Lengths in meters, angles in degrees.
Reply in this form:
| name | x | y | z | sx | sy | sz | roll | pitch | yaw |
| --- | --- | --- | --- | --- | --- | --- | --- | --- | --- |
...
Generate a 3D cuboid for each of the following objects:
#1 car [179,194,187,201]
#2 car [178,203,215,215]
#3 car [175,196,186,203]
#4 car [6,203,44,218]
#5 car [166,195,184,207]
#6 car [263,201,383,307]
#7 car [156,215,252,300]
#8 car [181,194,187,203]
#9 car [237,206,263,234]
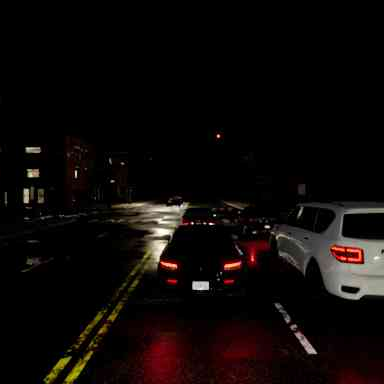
| name | x | y | z | sx | sy | sz | roll | pitch | yaw |
| --- | --- | --- | --- | --- | --- | --- | --- | --- | --- |
| car | -2.258 | 1.331 | 85.139 | 2.097 | 1.767 | 4.553 | 0 | 0 | 1 |
| car | 0.333 | 1.544 | 17.874 | 2.033 | 1.411 | 5.357 | 0 | 0 | 1 |
| car | -2.412 | 1.544 | 70.147 | 1.994 | 1.385 | 4.181 | 0 | 0 | 1 |
| car | -17.755 | 1.816 | 33.067 | 5.357 | 1.411 | 2.033 | -1 | 1 | -1 |
| car | -2.706 | 1.556 | 50.118 | 1.994 | 1.385 | 4.181 | 0 | 0 | 1 |
| car | 3.453 | 1.220 | 8.097 | 2.150 | 2.045 | 5.566 | 0 | 0 | 1 |
| car | 0.206 | 1.524 | 8.294 | 1.812 | 1.442 | 4.674 | 0 | 0 | 1 |
| car | -2.585 | 1.483 | 60.366 | 2.128 | 1.511 | 4.902 | 0 | 0 | 1 |
| car | 3.585 | 1.474 | 18.015 | 1.882 | 1.535 | 5.008 | 0 | 0 | 1 |
